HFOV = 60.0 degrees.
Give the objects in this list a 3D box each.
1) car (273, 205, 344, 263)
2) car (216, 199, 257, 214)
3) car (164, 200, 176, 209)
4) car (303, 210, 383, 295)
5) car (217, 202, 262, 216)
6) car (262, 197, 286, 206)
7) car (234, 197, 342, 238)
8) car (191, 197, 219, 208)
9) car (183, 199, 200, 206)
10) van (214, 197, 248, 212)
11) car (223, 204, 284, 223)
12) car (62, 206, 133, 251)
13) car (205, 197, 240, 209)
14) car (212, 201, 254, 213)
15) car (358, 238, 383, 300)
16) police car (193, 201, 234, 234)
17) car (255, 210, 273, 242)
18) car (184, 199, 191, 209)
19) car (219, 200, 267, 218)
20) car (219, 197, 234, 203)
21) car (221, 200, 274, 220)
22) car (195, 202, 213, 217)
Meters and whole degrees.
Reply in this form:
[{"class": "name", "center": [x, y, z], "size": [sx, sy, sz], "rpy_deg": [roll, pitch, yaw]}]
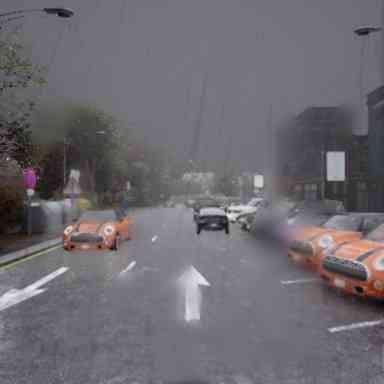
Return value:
[{"class": "car", "center": [5.356, 1.465, 11.050], "size": [4.553, 1.767, 2.185], "rpy_deg": [1, 0, -20]}, {"class": "car", "center": [5.446, 1.801, 41.072], "size": [4.553, 1.767, 2.185], "rpy_deg": [1, -1, -20]}, {"class": "car", "center": [-3.990, 2.182, 59.765], "size": [2.128, 1.511, 4.902], "rpy_deg": [0, -1, 0]}, {"class": "car", "center": [5.348, 1.437, 8.049], "size": [4.553, 1.767, 2.185], "rpy_deg": [1, 0, -20]}, {"class": "car", "center": [5.406, 1.930, 38.062], "size": [4.674, 1.452, 2.002], "rpy_deg": [1, -1, -20]}, {"class": "car", "center": [18.408, 2.113, 75.099], "size": [2.435, 2.045, 5.566], "rpy_deg": [0, 0, -21]}, {"class": "car", "center": [5.330, 1.399, 17.026], "size": [5.566, 2.045, 2.435], "rpy_deg": [1, 0, -20]}, {"class": "car", "center": [1.222, 1.541, 30.790], "size": [2.150, 2.045, 5.566], "rpy_deg": [0, -1, 0]}, {"class": "car", "center": [-0.126, 2.209, 72.115], "size": [2.033, 1.411, 5.357], "rpy_deg": [0, -1, 19]}, {"class": "van", "center": [5.531, 1.778, 47.121], "size": [4.442, 1.987, 1.878], "rpy_deg": [1, -1, -20]}, {"class": "car", "center": [5.354, 1.811, 29.039], "size": [4.792, 1.488, 2.163], "rpy_deg": [1, 0, -20]}, {"class": "car", "center": [-3.997, 1.492, 14.729], "size": [2.097, 1.767, 4.553], "rpy_deg": [0, -1, 0]}, {"class": "car", "center": [5.436, 1.901, 59.113], "size": [5.566, 2.045, 2.435], "rpy_deg": [1, -1, -20]}, {"class": "car", "center": [5.409, 1.964, 44.073], "size": [5.008, 1.535, 2.097], "rpy_deg": [1, -1, -20]}, {"class": "car", "center": [5.282, 1.562, 5.028], "size": [4.792, 1.488, 2.163], "rpy_deg": [1, 0, -20]}, {"class": "police car", "center": [1.197, 1.630, 20.867], "size": [1.930, 1.638, 5.238], "rpy_deg": [0, -1, 0]}, {"class": "car", "center": [5.328, 1.660, 14.045], "size": [4.674, 1.452, 2.002], "rpy_deg": [1, -1, -20]}, {"class": "car", "center": [0.039, 2.168, 57.234], "size": [1.812, 1.442, 4.674], "rpy_deg": [0, -1, 0]}, {"class": "car", "center": [5.366, 1.727, 35.056], "size": [4.553, 1.767, 2.185], "rpy_deg": [1, -1, -20]}, {"class": "car", "center": [5.347, 1.496, 26.042], "size": [5.566, 2.045, 2.435], "rpy_deg": [1, 0, -20]}, {"class": "car", "center": [5.358, 1.691, 32.055], "size": [4.553, 1.767, 2.185], "rpy_deg": [1, -1, -20]}, {"class": "car", "center": [1.234, 1.865, 36.757], "size": [1.882, 1.535, 5.008], "rpy_deg": [0, -1, 0]}]
